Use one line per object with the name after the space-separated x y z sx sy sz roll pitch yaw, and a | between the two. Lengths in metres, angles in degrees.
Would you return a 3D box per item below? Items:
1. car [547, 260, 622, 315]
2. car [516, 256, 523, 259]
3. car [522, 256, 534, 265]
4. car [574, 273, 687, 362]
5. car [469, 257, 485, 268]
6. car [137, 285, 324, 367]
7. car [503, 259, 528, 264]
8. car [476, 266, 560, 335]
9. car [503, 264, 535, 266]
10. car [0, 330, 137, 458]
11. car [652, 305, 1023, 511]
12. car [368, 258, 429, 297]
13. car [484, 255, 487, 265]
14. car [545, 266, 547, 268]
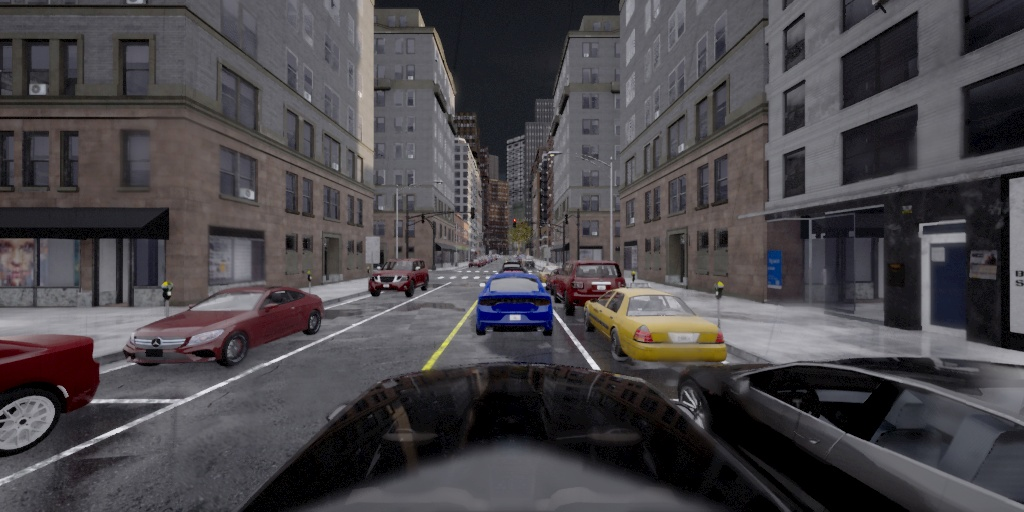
2.747 1.055 13.438 2.192 1.841 5.009 0 0 0 | car
0.156 1.141 54.424 2.033 1.411 5.357 0 0 -2 | car
2.689 1.131 56.650 2.007 1.370 4.403 0 0 0 | car
2.754 1.272 8.054 1.751 1.417 4.829 0 0 0 | car
-5.836 1.126 56.646 1.888 1.381 4.507 0 0 0 | car
-5.771 1.328 7.879 1.802 1.307 4.207 0 0 0 | car
0.013 1.215 26.960 1.837 1.490 4.892 0 0 0 | car
0.038 1.222 10.493 1.882 1.535 5.008 0 0 -1 | car
0.072 1.296 18.047 1.994 1.385 4.181 0 0 0 | car
-5.763 1.295 2.327 1.888 1.381 4.507 0 0 0 | car
2.762 1.316 2.332 1.948 1.339 4.313 0 0 0 | car
-5.786 1.045 18.986 2.192 1.841 5.009 0 0 0 | car
-5.843 0.989 62.070 1.967 1.591 4.097 0 0 0 | car
2.740 1.313 18.990 1.802 1.307 4.207 0 0 0 | car
